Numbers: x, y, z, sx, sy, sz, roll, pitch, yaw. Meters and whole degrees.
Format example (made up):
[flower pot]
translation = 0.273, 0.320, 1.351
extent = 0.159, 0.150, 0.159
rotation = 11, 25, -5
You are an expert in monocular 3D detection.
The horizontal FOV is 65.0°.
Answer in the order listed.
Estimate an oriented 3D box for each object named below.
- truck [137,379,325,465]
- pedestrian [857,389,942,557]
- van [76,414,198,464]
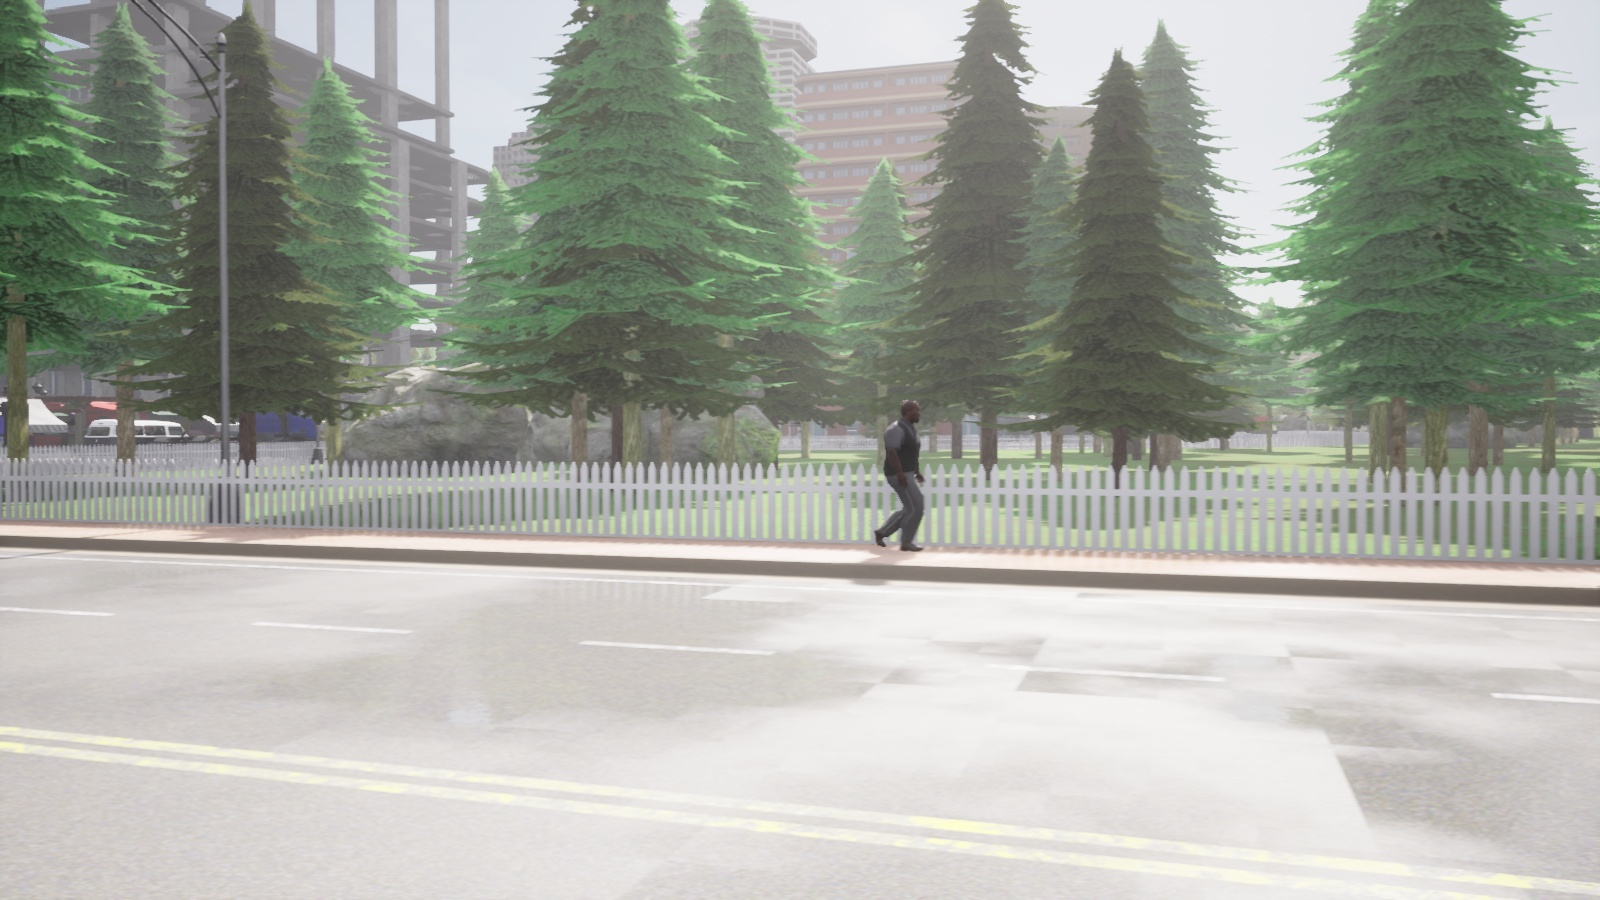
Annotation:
[truck]
translation = -24.503, -1.186, 54.608
extent = 2.891, 3.462, 7.936
rotation = 1, 1, 17
[pedestrian]
translation = 1.148, 0.252, 14.439
extent = 0.849, 1.883, 0.563
rotation = 1, 1, 19
[van]
translation = -28.384, -0.490, 53.925
extent = 2.069, 2.038, 4.480
rotation = 1, 1, 17
